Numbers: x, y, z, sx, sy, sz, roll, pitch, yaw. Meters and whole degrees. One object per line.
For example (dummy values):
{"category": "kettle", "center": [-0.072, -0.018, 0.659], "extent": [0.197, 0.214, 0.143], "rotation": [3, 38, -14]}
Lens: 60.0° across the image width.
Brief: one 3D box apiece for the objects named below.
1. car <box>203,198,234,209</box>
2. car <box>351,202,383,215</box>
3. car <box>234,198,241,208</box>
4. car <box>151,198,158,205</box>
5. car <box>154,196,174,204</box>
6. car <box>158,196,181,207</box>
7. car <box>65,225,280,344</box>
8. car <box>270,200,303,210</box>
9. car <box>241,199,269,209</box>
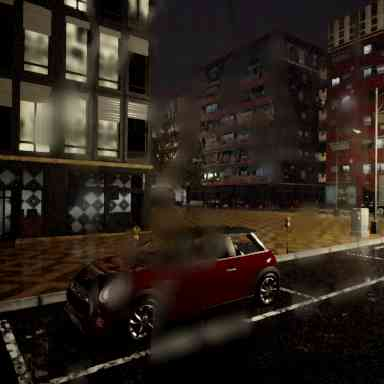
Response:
{"category": "car", "center": [3.243, 1.677, 45.783], "extent": [2.008, 1.369, 4.403], "rotation": [1, -1, -35]}
{"category": "car", "center": [19.901, 1.730, 36.710], "extent": [1.947, 1.339, 4.313], "rotation": [1, -1, -35]}
{"category": "car", "center": [6.824, 1.725, 55.244], "extent": [1.967, 1.590, 4.097], "rotation": [1, -1, -35]}
{"category": "car", "center": [-6.565, 1.763, 59.683], "extent": [1.887, 1.381, 4.507], "rotation": [1, -1, -35]}
{"category": "car", "center": [-6.253, 1.724, 73.779], "extent": [2.192, 1.841, 5.009], "rotation": [1, -1, -35]}
{"category": "car", "center": [-3.296, 1.733, 55.050], "extent": [1.887, 1.381, 4.507], "rotation": [1, -1, -35]}
{"category": "car", "center": [-0.237, 1.441, 6.372], "extent": [4.097, 1.590, 1.967], "rotation": [0, 1, -35]}
{"category": "car", "center": [13.362, 1.806, 45.976], "extent": [1.802, 1.307, 4.206], "rotation": [1, -1, -35]}
{"category": "car", "center": [10.093, 1.800, 50.610], "extent": [1.887, 1.381, 4.507], "rotation": [1, -1, -35]}
